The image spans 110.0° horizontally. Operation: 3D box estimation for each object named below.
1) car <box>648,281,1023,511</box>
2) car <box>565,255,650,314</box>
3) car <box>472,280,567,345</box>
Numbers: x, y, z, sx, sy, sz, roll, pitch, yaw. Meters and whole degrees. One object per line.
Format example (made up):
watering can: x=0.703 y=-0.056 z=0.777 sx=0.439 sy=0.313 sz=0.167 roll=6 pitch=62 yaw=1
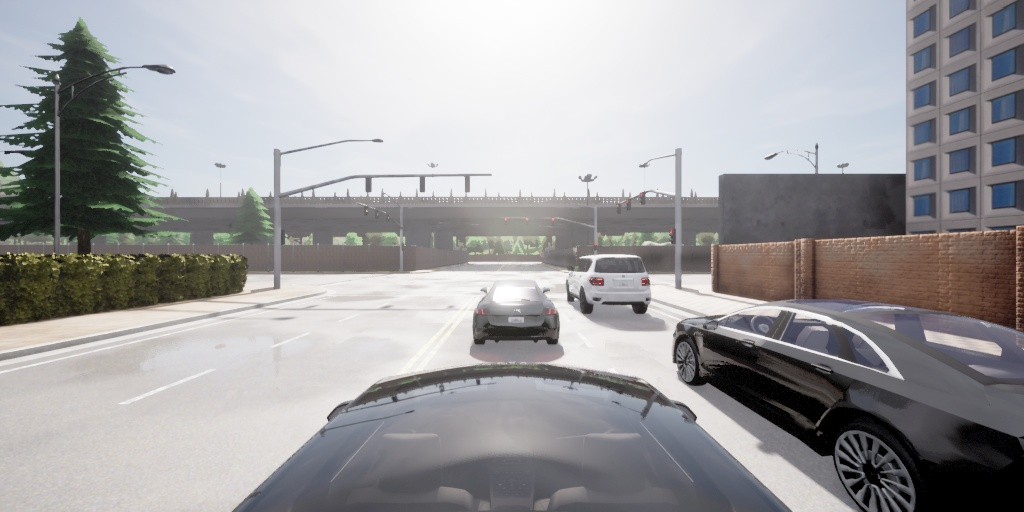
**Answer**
car: x=3.593 y=1.242 z=4.090 sx=2.128 sy=1.511 sz=4.902 roll=0 pitch=0 yaw=0
car: x=3.481 y=0.971 z=13.895 sx=2.150 sy=2.045 sz=5.566 roll=0 pitch=0 yaw=0
car: x=0.087 y=1.314 z=9.547 sx=1.994 sy=1.385 sz=4.181 roll=0 pitch=0 yaw=0
